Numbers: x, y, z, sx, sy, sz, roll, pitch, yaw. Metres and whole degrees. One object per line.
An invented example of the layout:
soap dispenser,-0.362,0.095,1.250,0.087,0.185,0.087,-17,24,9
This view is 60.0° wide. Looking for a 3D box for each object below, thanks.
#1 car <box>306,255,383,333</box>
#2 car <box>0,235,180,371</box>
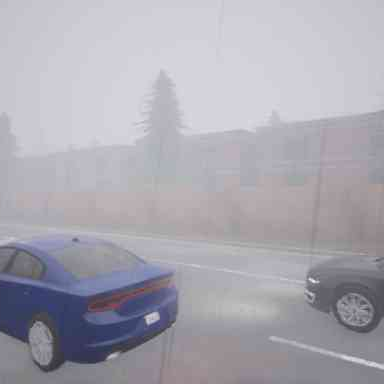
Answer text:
car,4.331,1.503,5.200,4.892,1.490,1.837,0,0,35
car,-2.529,1.502,5.792,5.008,1.535,1.882,0,0,35
